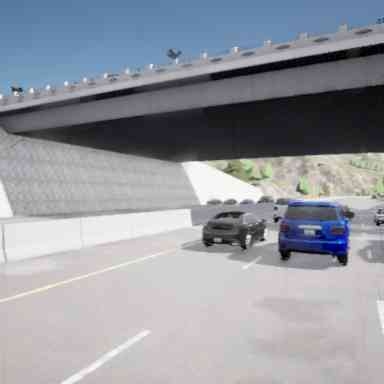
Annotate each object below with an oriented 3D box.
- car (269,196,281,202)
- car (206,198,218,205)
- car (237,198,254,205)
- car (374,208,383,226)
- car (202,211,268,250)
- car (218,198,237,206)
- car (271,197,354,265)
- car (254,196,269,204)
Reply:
[{"bbox_3d":[8.304,1.450,27.621,2.150,2.045,5.566,0,0,27],"label":"car"},{"bbox_3d":[4.609,1.948,67.558,2.033,1.411,5.357,0,0,26],"label":"car"},{"bbox_3d":[10.782,1.970,64.305,1.812,1.442,4.674,0,0,27],"label":"car"},{"bbox_3d":[14.881,1.875,25.123,1.895,1.301,4.718,0,0,27],"label":"car"},{"bbox_3d":[2.085,1.606,15.004,1.837,1.490,4.892,0,0,27],"label":"car"},{"bbox_3d":[7.640,1.922,65.832,2.128,1.511,4.902,0,0,27],"label":"car"},{"bbox_3d":[4.800,1.337,12.613,2.150,2.045,5.566,0,0,26],"label":"car"},{"bbox_3d":[14.164,1.692,63.226,2.150,2.045,5.566,0,0,27],"label":"car"}]
